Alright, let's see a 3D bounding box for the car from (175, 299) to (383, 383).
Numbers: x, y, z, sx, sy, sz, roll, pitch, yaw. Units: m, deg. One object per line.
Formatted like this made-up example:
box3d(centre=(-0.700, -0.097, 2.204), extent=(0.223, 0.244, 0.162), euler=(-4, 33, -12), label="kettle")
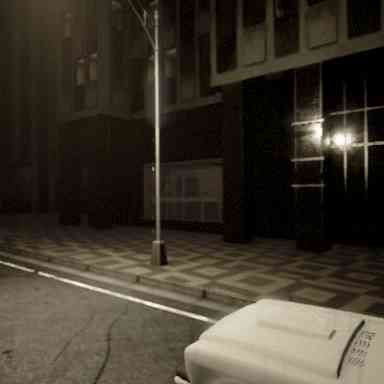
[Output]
box3d(centre=(2.187, 1.604, 2.469), extent=(4.718, 1.301, 1.895), euler=(0, 0, 35), label="car")
